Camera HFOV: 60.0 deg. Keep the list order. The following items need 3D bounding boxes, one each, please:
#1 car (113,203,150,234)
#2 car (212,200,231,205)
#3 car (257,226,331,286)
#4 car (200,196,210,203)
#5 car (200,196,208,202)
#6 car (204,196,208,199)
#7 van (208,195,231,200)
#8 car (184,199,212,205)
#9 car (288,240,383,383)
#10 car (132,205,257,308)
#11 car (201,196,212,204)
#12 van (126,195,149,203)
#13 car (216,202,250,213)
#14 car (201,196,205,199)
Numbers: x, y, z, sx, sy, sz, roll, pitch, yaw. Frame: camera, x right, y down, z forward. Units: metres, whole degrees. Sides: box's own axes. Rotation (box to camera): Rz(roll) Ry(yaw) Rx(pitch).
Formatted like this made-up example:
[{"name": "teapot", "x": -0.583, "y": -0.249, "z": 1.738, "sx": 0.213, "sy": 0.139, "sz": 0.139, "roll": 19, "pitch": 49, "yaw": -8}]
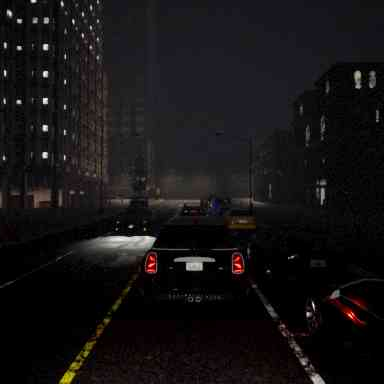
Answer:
[{"name": "car", "x": -3.109, "y": 1.568, "z": 18.893, "sx": 1.994, "sy": 1.385, "sz": 4.181, "roll": 0, "pitch": 0, "yaw": 0}, {"name": "car", "x": 2.691, "y": 1.556, "z": 25.163, "sx": 2.008, "sy": 1.369, "sz": 4.403, "roll": 1, "pitch": 0, "yaw": 0}, {"name": "car", "x": 2.698, "y": 1.568, "z": 9.194, "sx": 1.947, "sy": 1.339, "sz": 4.313, "roll": 1, "pitch": 0, "yaw": 0}, {"name": "car", "x": 2.672, "y": 1.549, "z": 68.985, "sx": 2.008, "sy": 1.369, "sz": 4.403, "roll": 1, "pitch": 0, "yaw": 0}, {"name": "car", "x": 2.791, "y": 1.576, "z": 79.937, "sx": 1.802, "sy": 1.307, "sz": 4.206, "roll": 1, "pitch": 0, "yaw": 0}, {"name": "car", "x": 2.688, "y": 1.446, "z": 36.119, "sx": 1.967, "sy": 1.590, "sz": 4.097, "roll": 1, "pitch": 0, "yaw": 0}, {"name": "van", "x": 2.692, "y": 1.347, "z": 30.642, "sx": 1.690, "sy": 1.788, "sz": 3.998, "roll": 1, "pitch": 0, "yaw": 0}, {"name": "car", "x": 0.088, "y": 1.497, "z": 24.325, "sx": 2.128, "sy": 1.511, "sz": 4.902, "roll": 0, "pitch": 0, "yaw": 0}, {"name": "car", "x": 2.700, "y": 1.567, "z": 3.650, "sx": 1.947, "sy": 1.339, "sz": 4.313, "roll": 1, "pitch": 0, "yaw": 0}, {"name": "car", "x": 0.086, "y": 1.354, "z": 8.088, "sx": 2.097, "sy": 1.767, "sz": 4.553, "roll": 0, "pitch": 0, "yaw": 1}, {"name": "car", "x": 2.674, "y": 1.566, "z": 63.507, "sx": 1.947, "sy": 1.339, "sz": 4.313, "roll": 1, "pitch": 0, "yaw": 0}, {"name": "van", "x": -5.690, "y": 1.347, "z": 36.112, "sx": 1.690, "sy": 1.788, "sz": 3.998, "roll": 1, "pitch": 0, "yaw": 0}, {"name": "car", "x": 2.694, "y": 1.530, "z": 19.855, "sx": 1.752, "sy": 1.417, "sz": 4.829, "roll": 1, "pitch": 0, "yaw": 0}, {"name": "car", "x": 2.688, "y": 1.321, "z": 41.597, "sx": 2.192, "sy": 1.841, "sz": 5.009, "roll": 1, "pitch": 0, "yaw": 0}]
